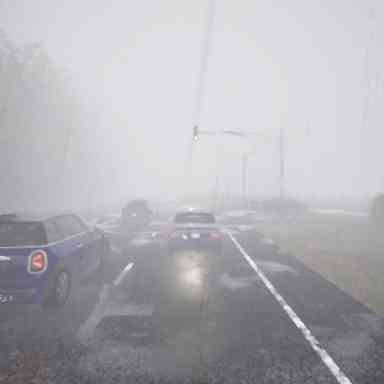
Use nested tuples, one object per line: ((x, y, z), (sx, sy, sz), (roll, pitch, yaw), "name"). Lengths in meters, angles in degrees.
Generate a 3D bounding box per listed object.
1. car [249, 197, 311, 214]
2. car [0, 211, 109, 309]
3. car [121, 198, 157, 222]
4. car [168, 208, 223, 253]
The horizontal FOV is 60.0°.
((7.454, 1.094, 28.166), (5.357, 1.411, 2.033), (1, 0, -24), "car")
((-3.400, 1.213, 7.686), (2.097, 1.767, 4.553), (0, 1, 0), "car")
((-3.399, 1.136, 21.855), (1.812, 1.442, 4.674), (0, 1, 0), "car")
((0.098, 1.324, 12.515), (2.033, 1.411, 5.357), (0, 1, 0), "car")
